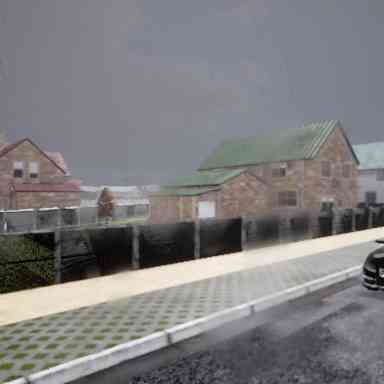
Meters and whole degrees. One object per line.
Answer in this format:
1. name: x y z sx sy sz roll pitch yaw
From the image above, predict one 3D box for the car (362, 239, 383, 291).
1. car: 5.955 1.559 8.208 4.892 1.490 1.837 0 -1 -40
